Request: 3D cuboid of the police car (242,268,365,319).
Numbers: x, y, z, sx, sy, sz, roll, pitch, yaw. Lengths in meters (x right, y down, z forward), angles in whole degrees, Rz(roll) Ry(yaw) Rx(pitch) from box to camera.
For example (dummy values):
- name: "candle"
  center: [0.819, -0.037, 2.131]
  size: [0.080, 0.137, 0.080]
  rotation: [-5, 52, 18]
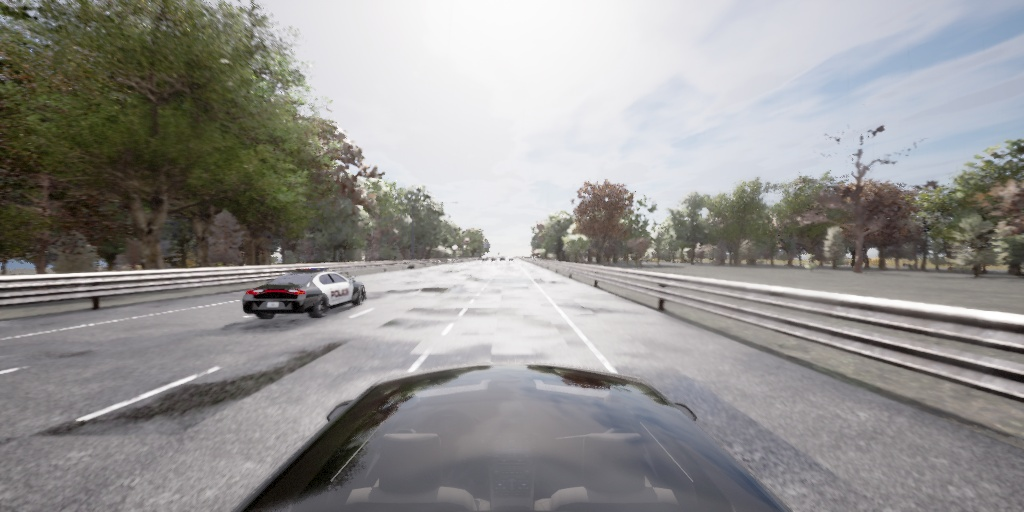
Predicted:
- name: "police car"
  center: [-6.976, 1.227, 12.866]
  size: [2.038, 1.542, 4.974]
  rotation: [0, 0, 0]
